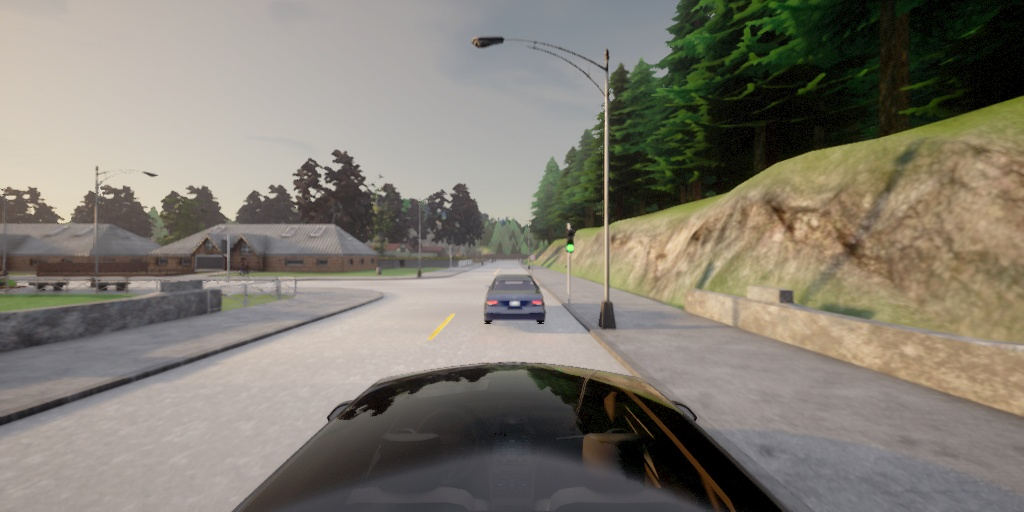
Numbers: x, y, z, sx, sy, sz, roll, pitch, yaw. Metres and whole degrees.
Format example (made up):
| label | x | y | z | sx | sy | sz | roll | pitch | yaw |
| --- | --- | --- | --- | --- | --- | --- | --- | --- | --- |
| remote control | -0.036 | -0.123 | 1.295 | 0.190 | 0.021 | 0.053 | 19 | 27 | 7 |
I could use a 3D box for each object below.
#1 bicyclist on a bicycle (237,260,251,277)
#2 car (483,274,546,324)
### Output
| label | x | y | z | sx | sy | sz | roll | pitch | yaw |
| --- | --- | --- | --- | --- | --- | --- | --- | --- | --- |
| bicyclist on a bicycle | -24.185 | 1.148 | 32.395 | 0.582 | 1.620 | 1.656 | 0 | 0 | 0 |
| car | 0.052 | 1.314 | 12.027 | 2.033 | 1.411 | 5.357 | 0 | 0 | -1 |
